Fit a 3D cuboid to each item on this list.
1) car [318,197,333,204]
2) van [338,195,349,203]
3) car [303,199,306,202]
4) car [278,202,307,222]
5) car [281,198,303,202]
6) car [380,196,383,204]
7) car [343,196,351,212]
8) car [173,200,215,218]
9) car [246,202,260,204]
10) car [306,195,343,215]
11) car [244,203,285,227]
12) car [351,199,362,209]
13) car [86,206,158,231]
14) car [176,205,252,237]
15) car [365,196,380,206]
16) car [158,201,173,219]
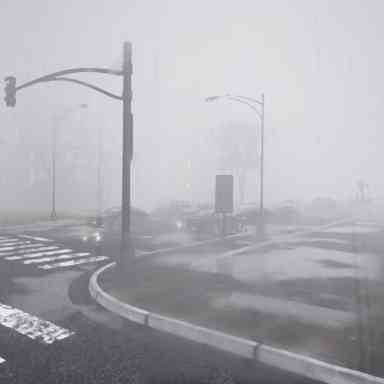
[{"bbox_3d":[28.003,1.849,69.672,1.947,1.339,4.313,1,0,36],"label":"car"},{"bbox_3d":[37.863,1.706,83.094,1.690,1.788,3.998,1,0,36],"label":"van"},{"bbox_3d":[18.043,1.726,56.114,1.752,1.417,4.829,1,0,36],"label":"car"},{"bbox_3d":[7.902,1.779,27.936,1.802,1.307,4.206,1,0,36],"label":"car"},{"bbox_3d":[12.867,1.709,44.597,1.812,1.442,4.674,1,0,37],"label":"car"},{"bbox_3d":[41.332,1.783,73.660,2.192,1.841,5.009,1,0,36],"label":"car"},{"bbox_3d":[18.370,1.720,42.315,1.967,1.590,4.097,1,0,36],"label":"car"},{"bbox_3d":[1.040,1.635,28.583,2.033,1.411,5.357,1,0,36],"label":"car"},{"bbox_3d":[6.702,1.733,36.284,1.895,1.301,4.718,1,0,36],"label":"car"},{"bbox_3d":[15.111,1.569,37.821,2.192,1.841,5.009,1,0,36],"label":"car"},{"bbox_3d":[4.658,1.737,23.518,1.947,1.339,4.313,1,0,36],"label":"car"},{"bbox_3d":[24.900,1.773,51.292,1.967,1.590,4.097,1,0,36],"label":"car"},{"bbox_3d":[-4.508,1.607,21.032,1.994,1.385,4.181,1,0,36],"label":"car"},{"bbox_3d":[1.413,1.696,19.100,2.008,1.369,4.403,1,0,36],"label":"car"},{"bbox_3d":[34.858,1.940,64.850,1.752,1.417,4.829,1,0,36],"label":"car"},{"bbox_3d":[-1.675,1.481,29.485,1.967,1.590,4.097,1,0,36],"label":"car"}]
